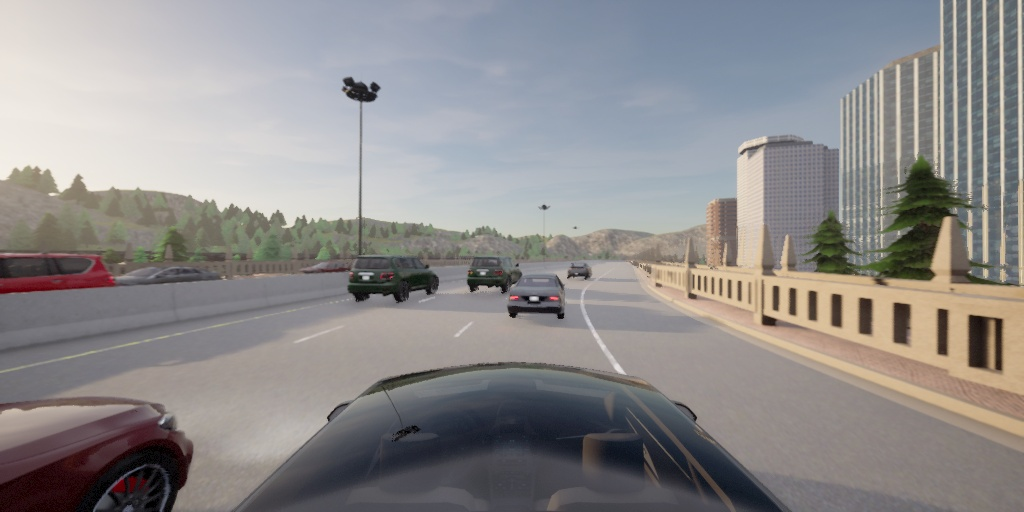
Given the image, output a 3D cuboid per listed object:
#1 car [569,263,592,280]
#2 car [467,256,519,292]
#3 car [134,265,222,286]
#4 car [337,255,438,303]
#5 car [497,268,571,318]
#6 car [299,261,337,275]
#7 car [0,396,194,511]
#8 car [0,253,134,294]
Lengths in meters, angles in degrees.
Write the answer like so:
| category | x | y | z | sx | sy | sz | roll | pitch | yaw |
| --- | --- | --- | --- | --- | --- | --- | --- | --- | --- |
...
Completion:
| category | x | y | z | sx | sy | sz | roll | pitch | yaw |
| --- | --- | --- | --- | --- | --- | --- | --- | --- | --- |
| car | 6.364 | 1.366 | 33.568 | 2.128 | 1.511 | 4.902 | 0 | 0 | 18 |
| car | -0.913 | 1.014 | 21.346 | 2.150 | 2.045 | 5.566 | 0 | 0 | 13 |
| car | -16.222 | 1.204 | 16.595 | 2.128 | 1.511 | 4.902 | 0 | 0 | 9 |
| car | -5.388 | 0.981 | 17.000 | 2.150 | 2.045 | 5.566 | 0 | 0 | 10 |
| car | 1.025 | 1.323 | 13.121 | 2.033 | 1.411 | 5.357 | 0 | 0 | 8 |
| car | -16.409 | 1.252 | 31.789 | 1.882 | 1.535 | 5.008 | 0 | 0 | 17 |
| car | -3.318 | 1.258 | 0.747 | 1.812 | 1.442 | 4.674 | 0 | 0 | -1 |
| car | -13.674 | 0.921 | 8.970 | 2.150 | 2.045 | 5.566 | 0 | 0 | 5 |
